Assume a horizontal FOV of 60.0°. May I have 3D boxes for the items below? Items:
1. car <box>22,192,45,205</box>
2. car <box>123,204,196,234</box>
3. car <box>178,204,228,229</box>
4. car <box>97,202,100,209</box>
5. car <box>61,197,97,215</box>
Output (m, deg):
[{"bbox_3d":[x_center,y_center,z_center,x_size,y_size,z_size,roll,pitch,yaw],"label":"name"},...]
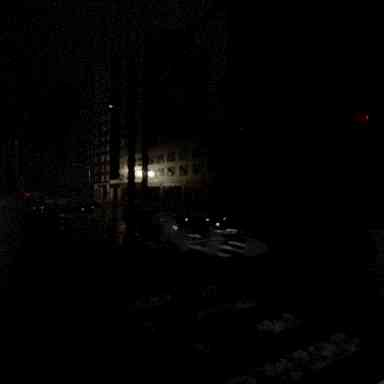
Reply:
[{"bbox_3d":[-22.415,1.096,47.547,2.128,1.511,4.902,1,0,-35],"label":"car"},{"bbox_3d":[-2.080,1.472,18.408,1.895,1.301,4.718,1,0,-35],"label":"car"},{"bbox_3d":[-0.133,1.453,21.243,2.033,1.411,5.357,1,0,-38],"label":"car"},{"bbox_3d":[-12.504,1.291,38.935,2.033,1.411,5.357,1,0,-35],"label":"car"},{"bbox_3d":[-10.661,1.324,30.641,1.994,1.385,4.181,1,0,-35],"label":"car"}]
